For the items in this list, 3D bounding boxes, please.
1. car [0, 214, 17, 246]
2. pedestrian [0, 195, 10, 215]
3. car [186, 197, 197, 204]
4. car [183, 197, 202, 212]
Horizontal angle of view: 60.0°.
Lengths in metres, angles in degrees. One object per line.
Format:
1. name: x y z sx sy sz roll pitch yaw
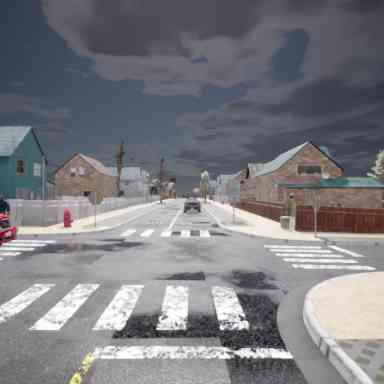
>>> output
1. car: -9.074 1.034 11.325 5.566 2.045 2.150 1 -1 -4
2. pedestrian: -9.651 1.031 16.876 0.375 1.860 0.375 0 -2 0
3. car: -0.090 1.715 65.931 1.994 1.385 4.181 0 0 0
4. car: 0.045 1.559 39.259 1.837 1.490 4.892 0 0 0
